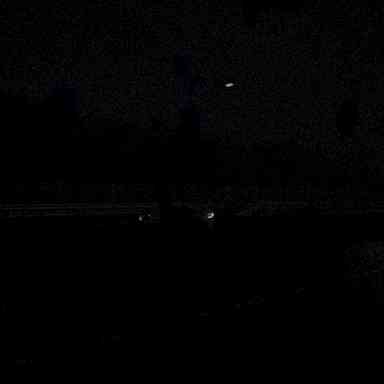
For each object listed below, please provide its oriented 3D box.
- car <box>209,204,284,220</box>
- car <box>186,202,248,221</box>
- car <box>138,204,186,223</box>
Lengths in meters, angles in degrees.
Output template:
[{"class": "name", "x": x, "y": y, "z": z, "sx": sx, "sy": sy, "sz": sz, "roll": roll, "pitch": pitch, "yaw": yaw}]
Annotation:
[{"class": "car", "x": 3.549, "y": 1.661, "z": 19.407, "sx": 4.674, "sy": 1.442, "sz": 1.812, "roll": 1, "pitch": 0, "yaw": -35}, {"class": "car", "x": 2.222, "y": 1.497, "z": 22.757, "sx": 4.553, "sy": 1.767, "sz": 2.097, "roll": 1, "pitch": 0, "yaw": -35}, {"class": "car", "x": -1.555, "y": 1.615, "z": 24.365, "sx": 4.902, "sy": 1.511, "sz": 2.128, "roll": 1, "pitch": 0, "yaw": -35}]
